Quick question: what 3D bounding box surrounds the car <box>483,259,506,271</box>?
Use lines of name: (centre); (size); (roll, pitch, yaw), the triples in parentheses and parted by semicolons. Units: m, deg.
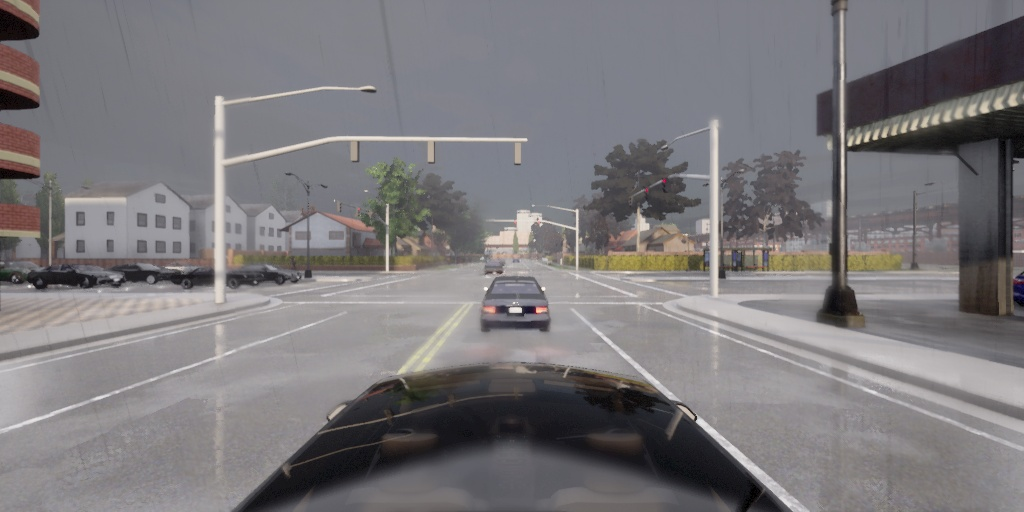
car: (-2.073, 1.279, 37.855); (2.033, 1.411, 5.357); (0, 0, -8)

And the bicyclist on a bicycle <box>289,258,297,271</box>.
bicyclist on a bicycle: (-26.527, 1.030, 43.415); (0.582, 1.620, 1.656); (0, 0, 1)

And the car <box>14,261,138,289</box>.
car: (-27.126, 1.231, 22.442); (4.902, 1.511, 2.128); (0, 0, 1)

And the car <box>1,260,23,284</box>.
car: (-36.057, 1.090, 26.084); (4.553, 1.767, 2.097); (0, 0, 1)

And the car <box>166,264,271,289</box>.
car: (-18.094, 1.340, 22.285); (4.718, 1.301, 1.895); (0, 0, 1)

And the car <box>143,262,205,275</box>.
car: (-35.516, 1.332, 37.770); (4.718, 1.301, 1.895); (0, 0, 1)

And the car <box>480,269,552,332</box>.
car: (0.085, 1.293, 10.767); (2.033, 1.411, 5.357); (0, 0, 0)

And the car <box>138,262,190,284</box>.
car: (-26.772, 1.215, 25.935); (5.008, 1.535, 1.882); (0, 0, 1)

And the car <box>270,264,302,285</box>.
car: (-17.710, 1.263, 25.812); (4.674, 1.442, 1.812); (0, 0, 1)
